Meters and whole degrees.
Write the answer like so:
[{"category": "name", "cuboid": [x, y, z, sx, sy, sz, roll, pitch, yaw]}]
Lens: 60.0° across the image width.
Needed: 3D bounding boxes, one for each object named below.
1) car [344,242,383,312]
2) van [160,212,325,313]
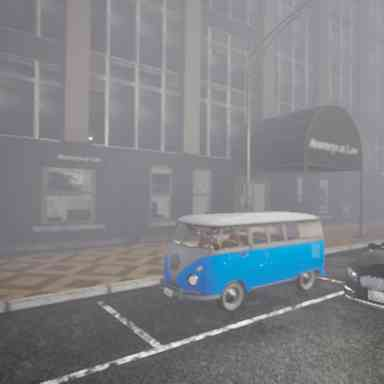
[{"category": "car", "cuboid": [5.171, 1.526, 7.082, 4.902, 1.511, 2.128, 0, 0, -36]}, {"category": "van", "cuboid": [1.269, 1.364, 7.457, 3.998, 1.788, 1.690, 0, 1, -36]}]
